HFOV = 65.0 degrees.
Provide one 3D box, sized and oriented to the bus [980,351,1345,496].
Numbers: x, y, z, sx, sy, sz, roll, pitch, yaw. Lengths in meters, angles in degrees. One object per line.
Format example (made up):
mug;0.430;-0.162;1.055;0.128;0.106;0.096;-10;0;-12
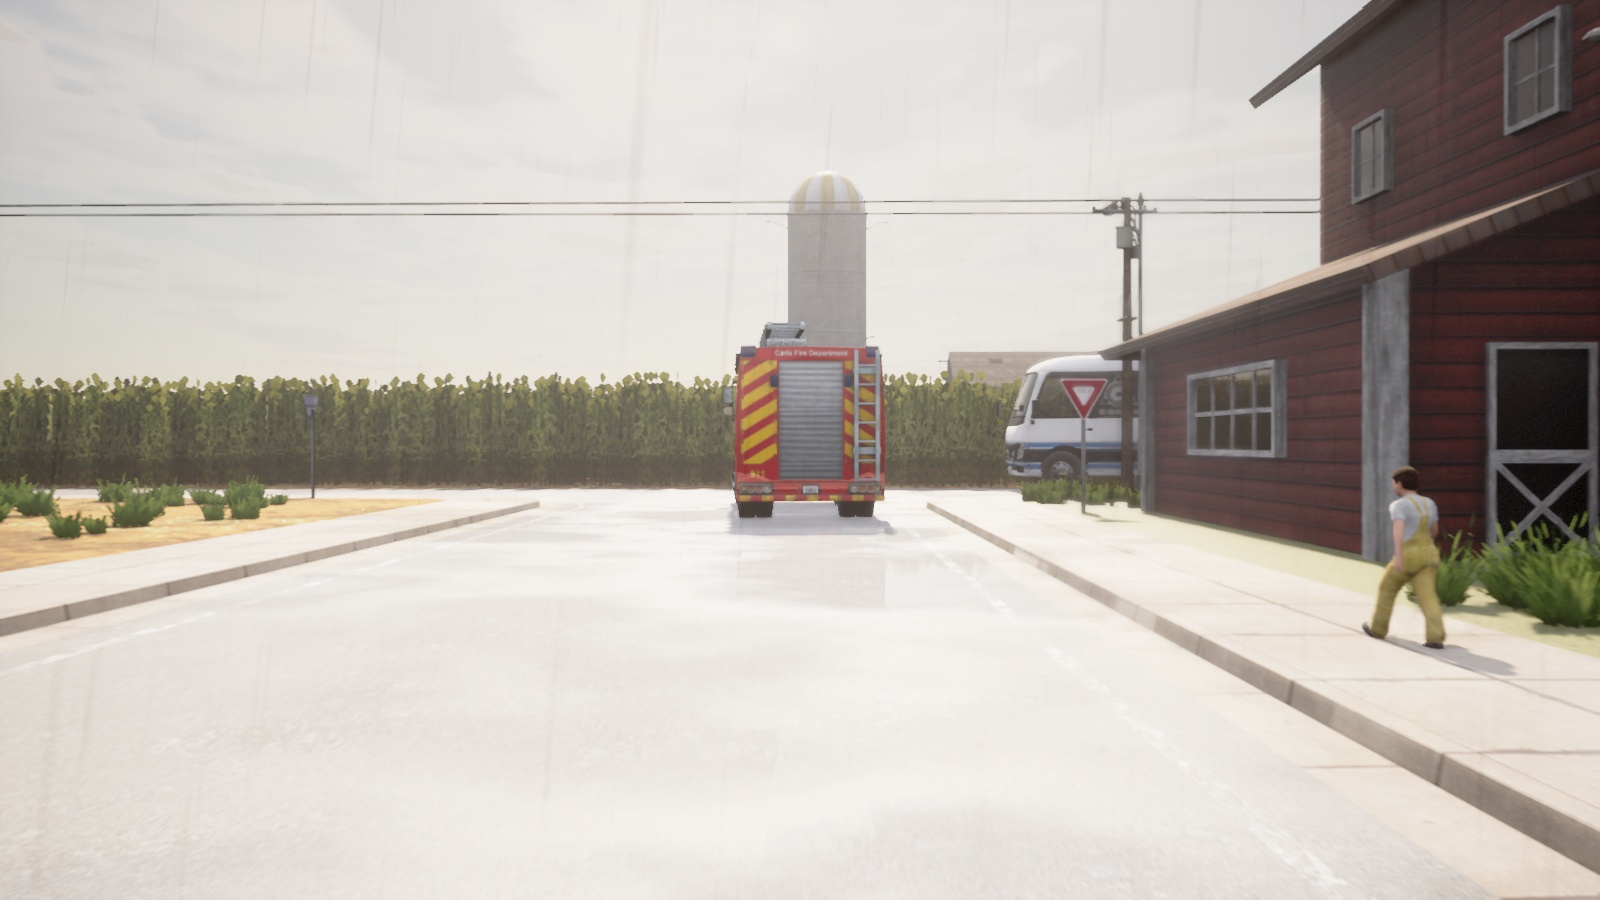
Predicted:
bus;10.954;-0.815;39.108;10.273;4.253;3.944;0;1;3

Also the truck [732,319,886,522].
truck;-0.054;-0.575;27.966;2.891;3.827;8.468;0;0;-3

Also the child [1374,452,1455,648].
child;4.065;0.644;8.318;0.270;1.263;0.437;0;0;-11
